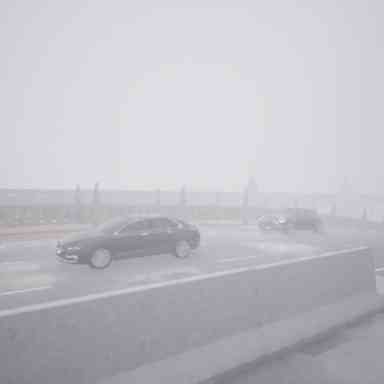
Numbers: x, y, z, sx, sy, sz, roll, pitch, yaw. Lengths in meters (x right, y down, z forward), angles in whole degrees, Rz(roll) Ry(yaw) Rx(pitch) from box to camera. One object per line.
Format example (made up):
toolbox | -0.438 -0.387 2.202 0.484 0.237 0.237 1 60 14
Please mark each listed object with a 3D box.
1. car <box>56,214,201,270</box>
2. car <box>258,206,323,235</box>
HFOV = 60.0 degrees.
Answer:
car | -1.948 1.526 11.198 4.892 1.490 1.837 0 0 -35
car | 6.422 1.730 21.455 4.553 1.767 2.097 4 -2 -35
